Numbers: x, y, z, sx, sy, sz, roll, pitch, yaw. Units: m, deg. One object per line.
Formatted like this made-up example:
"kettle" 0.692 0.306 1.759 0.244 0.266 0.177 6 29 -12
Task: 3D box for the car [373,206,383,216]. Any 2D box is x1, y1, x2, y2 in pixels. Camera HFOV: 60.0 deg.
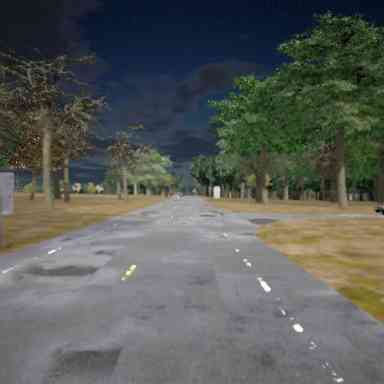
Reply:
"car" 18.684 1.459 29.107 4.718 1.301 1.895 0 -2 -2

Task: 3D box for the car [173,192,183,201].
"car" -3.536 1.139 83.107 2.150 2.045 5.566 0 0 0
